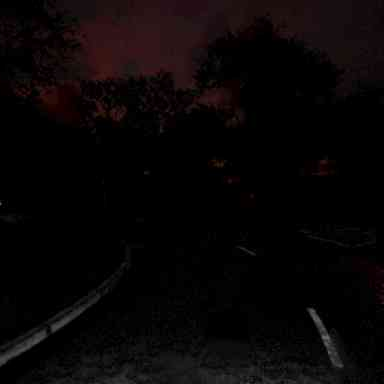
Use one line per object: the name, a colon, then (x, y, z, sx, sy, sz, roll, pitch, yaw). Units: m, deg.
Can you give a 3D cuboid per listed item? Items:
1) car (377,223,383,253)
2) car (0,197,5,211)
car: (7.792, 1.212, 11.123, 4.892, 1.490, 1.837, -4, 0, -43)
car: (-20.071, 1.191, 30.025, 5.566, 2.045, 2.150, -1, 0, -6)
